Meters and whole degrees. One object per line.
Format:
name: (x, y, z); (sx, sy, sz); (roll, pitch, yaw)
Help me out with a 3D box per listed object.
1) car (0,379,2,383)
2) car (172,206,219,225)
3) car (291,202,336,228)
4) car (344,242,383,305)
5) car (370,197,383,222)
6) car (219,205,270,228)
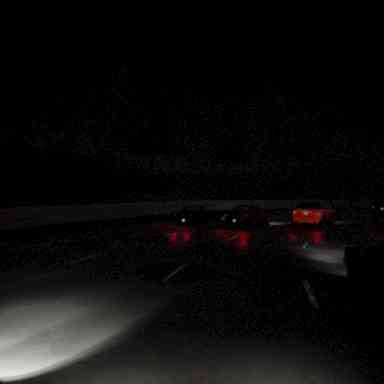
car: (-3.036, 1.547, 1.748); (1.994, 1.385, 4.181); (0, 0, 3)
car: (0.588, 1.661, 24.700); (1.895, 1.301, 4.718); (0, 0, 32)
car: (8.756, 1.467, 23.683); (2.097, 1.767, 4.553); (0, 0, 36)
car: (4.514, 1.648, 6.618); (1.895, 1.301, 4.718); (0, 0, 11)
car: (16.479, 1.400, 27.155); (5.566, 2.045, 2.150); (1, 0, -42)
car: (3.858, 1.605, 22.780); (1.812, 1.442, 4.674); (0, 0, 32)
